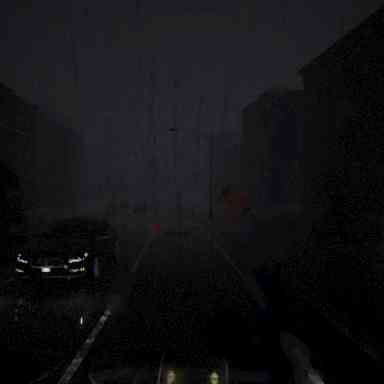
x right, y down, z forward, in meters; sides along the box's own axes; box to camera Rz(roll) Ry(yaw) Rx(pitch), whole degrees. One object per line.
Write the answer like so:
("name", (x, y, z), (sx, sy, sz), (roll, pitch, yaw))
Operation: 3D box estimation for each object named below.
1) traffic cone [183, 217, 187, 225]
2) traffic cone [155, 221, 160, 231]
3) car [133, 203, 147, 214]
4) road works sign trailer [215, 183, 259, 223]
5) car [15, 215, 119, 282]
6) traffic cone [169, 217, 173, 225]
("traffic cone", (-0.528, 2.139, 24.457), (0.340, 0.580, 0.340), (0, -1, -4))
("traffic cone", (-2.045, 2.034, 18.314), (0.340, 0.580, 0.340), (0, -1, -5))
("car", (-7.485, 2.355, 48.009), (1.882, 1.535, 5.008), (0, -1, -7))
("road works sign trailer", (3.289, 1.109, 24.200), (2.380, 2.880, 3.560), (46, 22, 20))
("car", (-3.393, 1.508, 9.898), (1.837, 1.490, 4.892), (0, 0, -3))
("traffic cone", (-1.524, 2.143, 24.378), (0.340, 0.580, 0.340), (0, -1, -4))
